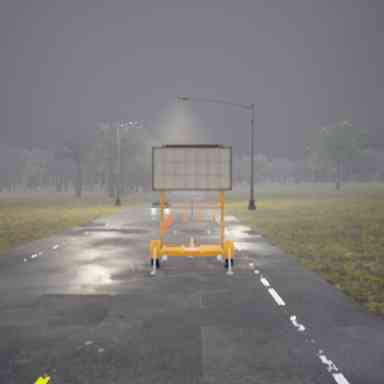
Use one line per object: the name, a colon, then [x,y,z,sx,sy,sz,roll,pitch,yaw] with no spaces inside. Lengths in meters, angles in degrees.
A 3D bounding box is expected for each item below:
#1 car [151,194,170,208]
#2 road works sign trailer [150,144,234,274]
car: [-3.579,1.007,38.920,1.837,1.490,4.892,0,1,0]
road works sign trailer: [0.004,0.358,10.157,2.380,3.560,2.880,0,1,0]
